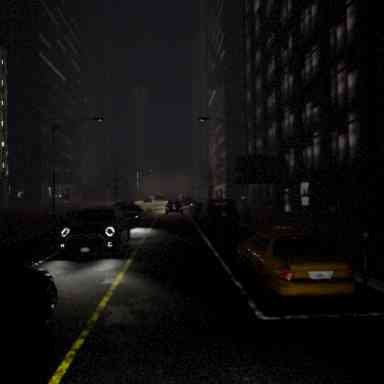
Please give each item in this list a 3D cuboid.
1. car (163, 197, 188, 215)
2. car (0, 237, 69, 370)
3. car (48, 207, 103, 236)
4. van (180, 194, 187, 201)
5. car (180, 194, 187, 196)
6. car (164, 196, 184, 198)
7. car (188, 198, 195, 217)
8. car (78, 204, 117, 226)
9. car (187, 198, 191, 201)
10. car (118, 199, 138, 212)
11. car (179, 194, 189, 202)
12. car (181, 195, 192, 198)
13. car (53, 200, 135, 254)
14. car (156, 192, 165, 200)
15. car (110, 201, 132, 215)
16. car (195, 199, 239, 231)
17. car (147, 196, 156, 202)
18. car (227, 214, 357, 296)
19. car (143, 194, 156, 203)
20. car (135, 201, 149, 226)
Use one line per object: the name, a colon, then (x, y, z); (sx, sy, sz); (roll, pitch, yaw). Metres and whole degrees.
car: (-1.834, 1.608, 34.523); (2.033, 1.411, 5.357); (-1, 0, -3)
car: (-3.274, 1.614, 4.210); (1.994, 1.385, 4.181); (-1, 0, -3)
car: (-6.771, 1.682, 19.867); (1.947, 1.339, 4.313); (0, 0, -3)
van: (-2.341, 1.441, 87.980); (1.690, 1.788, 3.998); (0, 0, -3)
car: (-0.703, 1.502, 59.820); (1.967, 1.590, 4.097); (0, 0, -3)
car: (-2.476, 1.625, 45.607); (2.033, 1.411, 5.357); (-1, 0, -3)
car: (0.937, 1.564, 31.660); (1.887, 1.381, 4.507); (0, 0, -3)
car: (-7.099, 1.677, 25.500); (2.008, 1.369, 4.403); (0, 0, -3)
car: (0.609, 1.610, 37.292); (1.802, 1.307, 4.206); (0, 0, -3)
car: (-8.082, 1.699, 42.400); (1.887, 1.381, 4.507); (0, 0, -3)
car: (-2.014, 1.408, 82.348); (2.192, 1.841, 5.009); (0, 0, -3)
car: (-0.375, 1.599, 54.188); (1.887, 1.381, 4.507); (0, 0, -3)
car: (-3.831, 1.421, 13.758); (2.097, 1.767, 4.553); (-1, 0, -3)
car: (-7.477, 1.008, 78.000); (2.150, 2.045, 5.566); (-1, 0, -3)
car: (-7.754, 1.727, 36.767); (1.802, 1.307, 4.206); (0, 0, -3)
car: (1.590, 1.315, 20.397); (2.192, 1.841, 5.009); (0, 0, -3)
car: (-10.704, 1.768, 87.467); (2.008, 1.369, 4.403); (0, 0, -3)
car: (2.248, 1.503, 8.466); (1.752, 1.417, 4.829); (0, 0, -3)
car: (-10.049, 1.643, 76.201); (1.967, 1.590, 4.097); (0, 0, -3)
car: (-4.423, 1.613, 23.989); (1.812, 1.442, 4.674); (-1, 0, -3)
